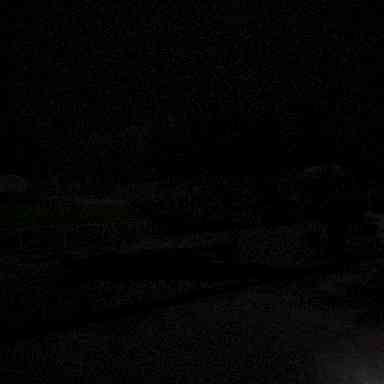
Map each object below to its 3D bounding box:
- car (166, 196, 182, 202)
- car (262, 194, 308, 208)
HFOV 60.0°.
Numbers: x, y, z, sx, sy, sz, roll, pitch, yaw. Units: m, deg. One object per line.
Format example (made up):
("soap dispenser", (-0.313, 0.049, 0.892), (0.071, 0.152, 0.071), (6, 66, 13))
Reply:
("car", (-3.059, 1.506, 58.394), (1.837, 1.490, 4.892), (0, 0, -34))
("car", (10.649, 1.221, 38.665), (2.150, 2.045, 5.566), (0, 0, -35))
